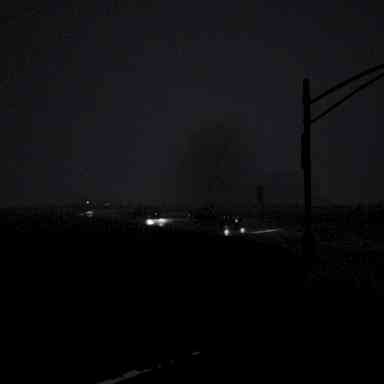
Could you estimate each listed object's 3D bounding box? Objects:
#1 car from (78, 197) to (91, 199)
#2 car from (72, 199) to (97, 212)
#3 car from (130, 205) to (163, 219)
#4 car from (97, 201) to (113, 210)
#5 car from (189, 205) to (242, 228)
[{"bbox_3d":[-20.425,2.028,62.250,2.150,2.045,5.566,-1,0,-36],"label":"car"},{"bbox_3d":[-17.015,2.270,51.290,2.033,1.411,5.357,-1,0,-35],"label":"car"},{"bbox_3d":[-4.657,1.993,33.947,1.994,1.385,4.181,-1,0,-36],"label":"car"},{"bbox_3d":[-14.369,2.153,53.812,2.128,1.511,4.902,-1,0,-35],"label":"car"},{"bbox_3d":[1.662,1.771,25.126,2.128,1.511,4.902,-1,0,-36],"label":"car"}]
